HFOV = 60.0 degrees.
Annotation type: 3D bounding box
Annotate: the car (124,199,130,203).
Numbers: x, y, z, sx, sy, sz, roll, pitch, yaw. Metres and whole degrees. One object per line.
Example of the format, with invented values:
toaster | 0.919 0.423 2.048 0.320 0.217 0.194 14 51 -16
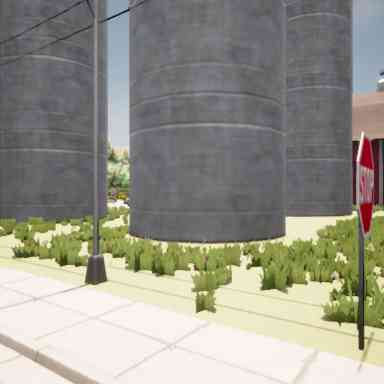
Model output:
car | -8.498 1.567 52.730 2.033 1.411 5.357 0 0 35
